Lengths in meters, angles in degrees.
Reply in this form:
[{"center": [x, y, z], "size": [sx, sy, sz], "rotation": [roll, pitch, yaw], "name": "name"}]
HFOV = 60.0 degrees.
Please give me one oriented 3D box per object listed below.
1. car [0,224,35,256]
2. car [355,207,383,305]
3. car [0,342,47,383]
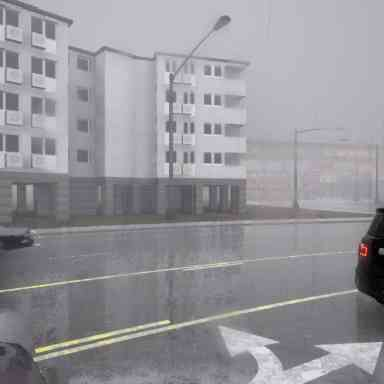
[{"center": [-8.194, 1.547, 10.997], "size": [5.357, 1.411, 2.033], "rotation": [0, 0, -34], "name": "car"}, {"center": [5.697, 1.221, 6.288], "size": [5.566, 2.045, 2.150], "rotation": [0, 0, -23], "name": "car"}, {"center": [-3.318, 1.547, 1.238], "size": [5.357, 1.411, 2.033], "rotation": [0, 0, -37], "name": "car"}]
